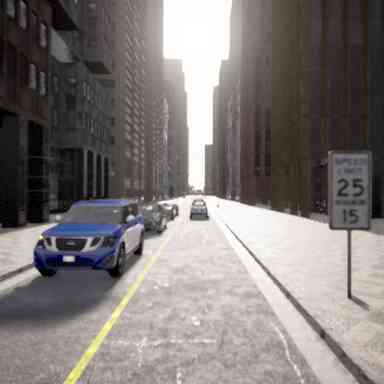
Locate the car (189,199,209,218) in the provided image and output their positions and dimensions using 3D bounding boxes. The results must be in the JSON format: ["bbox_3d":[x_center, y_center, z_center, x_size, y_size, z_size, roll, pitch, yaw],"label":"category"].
[{"bbox_3d":[0.693,1.762,32.887,2.033,1.411,5.357,0,0,1],"label":"car"}]

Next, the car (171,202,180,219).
[{"bbox_3d":[-2.499,1.676,30.796,2.128,1.511,4.902,0,0,1],"label":"car"}]

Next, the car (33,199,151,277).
[{"bbox_3d":[-2.920,1.276,10.793,2.150,2.045,5.566,0,0,1],"label":"car"}]

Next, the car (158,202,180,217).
[{"bbox_3d":[-2.353,1.823,35.631,1.994,1.385,4.181,0,0,1],"label":"car"}]

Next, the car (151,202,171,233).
[{"bbox_3d":[-2.727,1.470,20.540,2.097,1.767,4.553,0,0,1],"label":"car"}]
